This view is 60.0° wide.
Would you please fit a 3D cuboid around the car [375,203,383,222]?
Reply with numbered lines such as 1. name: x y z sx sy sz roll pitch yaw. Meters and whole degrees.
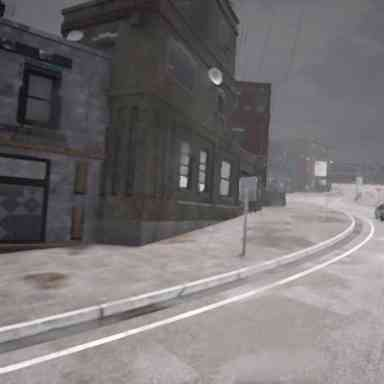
1. car: 14.865 1.453 24.527 1.994 1.385 4.181 2 1 21
